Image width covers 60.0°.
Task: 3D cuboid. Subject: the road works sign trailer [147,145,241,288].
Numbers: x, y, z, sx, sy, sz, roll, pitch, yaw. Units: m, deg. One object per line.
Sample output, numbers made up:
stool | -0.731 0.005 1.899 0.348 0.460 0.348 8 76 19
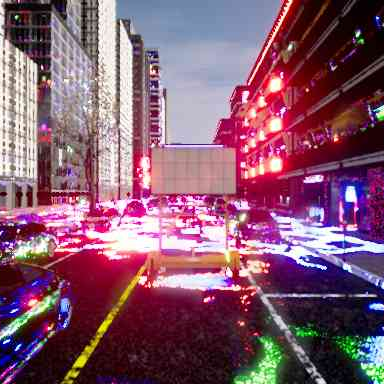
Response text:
road works sign trailer | 0.043 0.493 9.296 2.380 3.560 2.880 0 0 0

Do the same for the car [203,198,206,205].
car | 2.910 1.723 48.806 2.008 1.369 4.403 0 0 0

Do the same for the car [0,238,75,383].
car | -2.980 1.577 3.959 1.994 1.385 4.181 0 0 0

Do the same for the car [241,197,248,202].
car | 13.782 1.643 79.231 4.403 1.369 2.008 -1 1 0

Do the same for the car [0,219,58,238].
car | -5.643 1.577 10.116 1.887 1.381 4.507 0 0 0

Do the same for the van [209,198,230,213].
van | 2.836 1.450 32.209 1.690 1.788 3.998 0 0 0

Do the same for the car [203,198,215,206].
car | 2.959 1.768 59.872 2.008 1.369 4.403 0 0 0

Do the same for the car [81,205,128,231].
car | -5.594 1.595 21.011 1.752 1.417 4.829 0 0 0

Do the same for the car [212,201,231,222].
car | 2.811 1.670 26.677 1.802 1.307 4.206 0 0 0

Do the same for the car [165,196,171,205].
car | -5.421 1.764 59.910 1.887 1.381 4.507 0 0 0

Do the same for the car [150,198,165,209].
car | -5.471 1.698 48.674 1.752 1.417 4.829 0 0 0

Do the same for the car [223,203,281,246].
car | 2.762 1.489 15.611 1.967 1.590 4.097 0 0 0

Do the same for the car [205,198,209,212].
car | 2.860 1.570 37.742 1.967 1.590 4.097 0 0 0

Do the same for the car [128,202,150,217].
car | -5.545 1.693 32.247 1.802 1.307 4.206 0 0 0

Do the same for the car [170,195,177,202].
car | -5.278 1.685 92.298 2.192 1.841 5.009 0 0 0
